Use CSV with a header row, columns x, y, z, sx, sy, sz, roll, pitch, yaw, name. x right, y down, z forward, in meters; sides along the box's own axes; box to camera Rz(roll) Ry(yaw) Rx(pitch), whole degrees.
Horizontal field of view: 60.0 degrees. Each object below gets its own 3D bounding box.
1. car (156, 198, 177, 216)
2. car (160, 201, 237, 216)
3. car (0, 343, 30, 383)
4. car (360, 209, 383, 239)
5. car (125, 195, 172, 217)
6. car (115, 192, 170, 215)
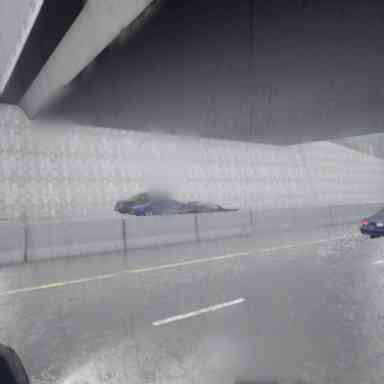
x,y,z,sx,sy,sz,roll,pitch,yaw,name
-0.205,1.386,25.335,4.181,1.385,1.994,-1,1,-35,car
0.600,1.442,21.610,4.718,1.301,1.895,-1,1,-35,car
-2.978,1.583,1.623,4.181,1.385,1.994,-1,1,-35,car
9.654,1.346,14.923,5.357,1.411,2.033,-1,1,-35,car
-2.665,1.306,27.879,5.008,1.535,1.882,-1,1,-35,car
-4.341,1.044,30.983,5.566,2.045,2.150,-1,0,-35,car
